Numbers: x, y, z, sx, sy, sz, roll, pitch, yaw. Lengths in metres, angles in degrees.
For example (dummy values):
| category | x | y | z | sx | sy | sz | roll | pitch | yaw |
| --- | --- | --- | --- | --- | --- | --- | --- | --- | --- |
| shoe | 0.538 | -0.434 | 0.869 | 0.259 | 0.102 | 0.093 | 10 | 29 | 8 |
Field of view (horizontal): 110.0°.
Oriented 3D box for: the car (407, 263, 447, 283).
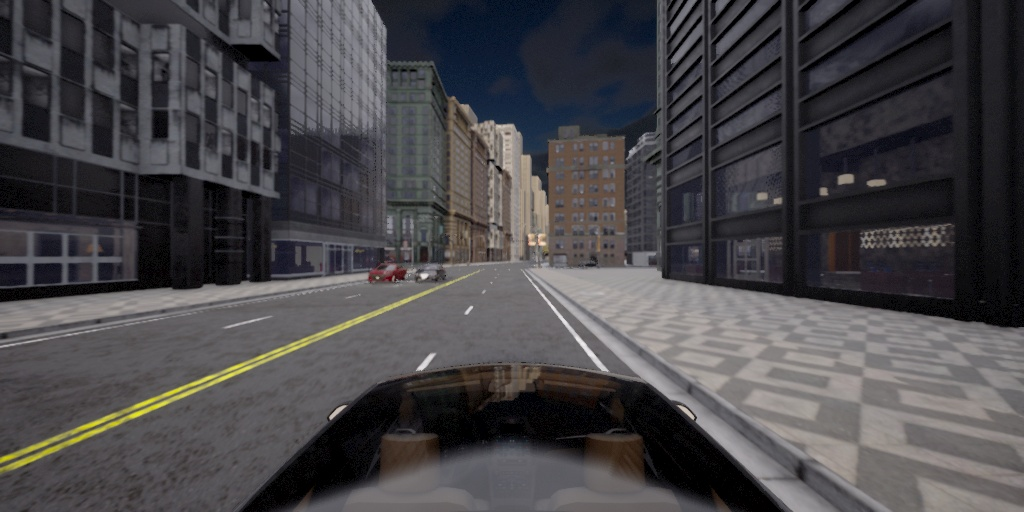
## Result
| category | x | y | z | sx | sy | sz | roll | pitch | yaw |
| --- | --- | --- | --- | --- | --- | --- | --- | --- | --- |
| car | -6.599 | 1.367 | 29.361 | 2.128 | 1.511 | 4.902 | 0 | 0 | 0 |

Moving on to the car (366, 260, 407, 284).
| category | x | y | z | sx | sy | sz | roll | pitch | yaw |
| --- | --- | --- | --- | --- | --- | --- | --- | --- | --- |
| car | -9.849 | 1.350 | 28.791 | 1.882 | 1.535 | 5.008 | 0 | 0 | 0 |
